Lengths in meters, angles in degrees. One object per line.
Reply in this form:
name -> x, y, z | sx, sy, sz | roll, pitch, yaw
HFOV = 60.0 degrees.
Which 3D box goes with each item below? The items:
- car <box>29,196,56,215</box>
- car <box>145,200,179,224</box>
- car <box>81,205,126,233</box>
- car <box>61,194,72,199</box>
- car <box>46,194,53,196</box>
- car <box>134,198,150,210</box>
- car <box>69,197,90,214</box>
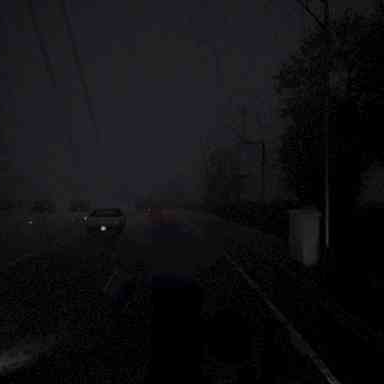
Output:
car -> -15.002, 1.455, 33.612 | 1.882, 1.535, 5.008 | 0, 0, -15
car -> -2.115, 1.528, 24.299 | 2.033, 1.411, 5.357 | 0, 0, -10
car -> -4.908, 1.588, 19.456 | 1.895, 1.301, 4.718 | 0, 0, -8
car -> -28.208, 1.098, 74.635 | 2.097, 1.767, 4.553 | 0, 0, -30
car -> -31.185, 1.266, 72.792 | 1.812, 1.442, 4.674 | 0, 0, -30
car -> -6.138, 1.461, 41.683 | 2.128, 1.511, 4.902 | 0, 0, -16
car -> -11.928, 1.539, 35.623 | 1.994, 1.385, 4.181 | 0, 0, -15
